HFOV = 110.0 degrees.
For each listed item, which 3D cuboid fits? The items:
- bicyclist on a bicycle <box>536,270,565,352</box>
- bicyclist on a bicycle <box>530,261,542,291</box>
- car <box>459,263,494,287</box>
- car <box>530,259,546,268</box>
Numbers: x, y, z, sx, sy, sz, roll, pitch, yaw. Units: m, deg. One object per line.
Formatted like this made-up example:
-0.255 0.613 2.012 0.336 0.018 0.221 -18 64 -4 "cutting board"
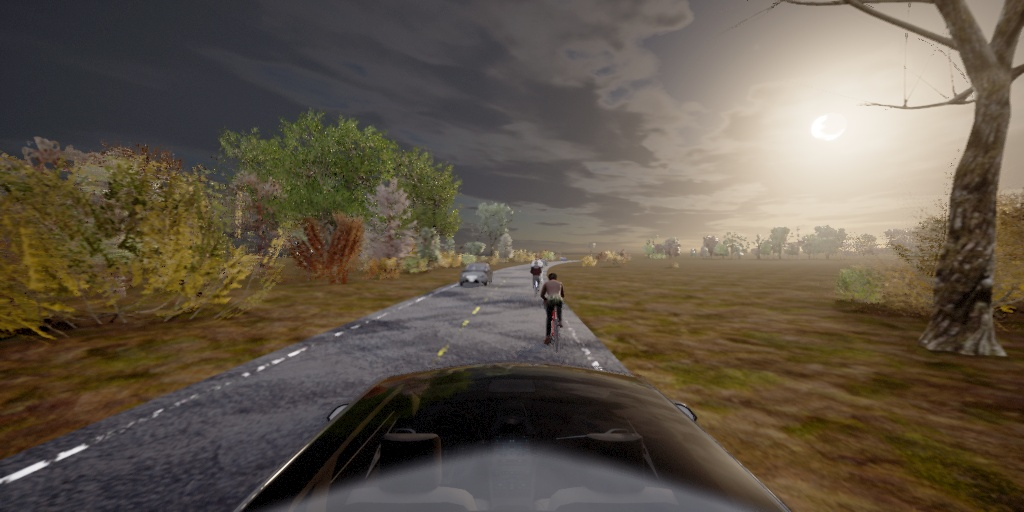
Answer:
0.921 1.203 7.982 0.582 1.620 1.656 0 0 1 "bicyclist on a bicycle"
1.227 1.121 18.149 0.659 1.776 1.843 0 0 2 "bicyclist on a bicycle"
-2.371 1.242 24.739 2.128 1.511 4.902 0 0 3 "car"
4.131 1.291 58.573 1.812 1.442 4.674 0 0 8 "car"
